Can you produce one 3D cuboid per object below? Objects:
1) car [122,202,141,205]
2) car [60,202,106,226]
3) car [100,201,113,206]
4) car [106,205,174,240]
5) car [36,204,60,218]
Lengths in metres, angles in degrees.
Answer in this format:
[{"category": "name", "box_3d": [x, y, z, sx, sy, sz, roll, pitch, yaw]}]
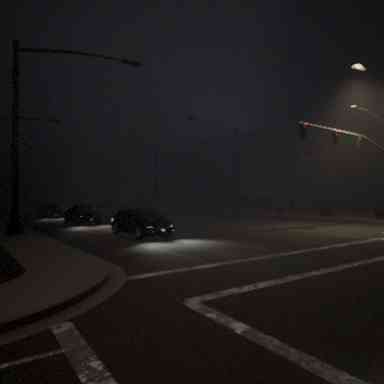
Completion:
[{"category": "car", "box_3d": [-9.608, 2.219, 51.760, 2.033, 1.411, 5.357, 0, -1, -36]}, {"category": "car", "box_3d": [-8.796, 1.808, 26.533, 1.812, 1.442, 4.674, 0, -1, -36]}, {"category": "car", "box_3d": [-15.814, 2.388, 60.273, 1.994, 1.385, 4.181, 0, -1, -36]}, {"category": "car", "box_3d": [-2.834, 1.664, 18.350, 1.837, 1.490, 4.892, 0, -1, -36]}, {"category": "car", "box_3d": [-15.069, 1.984, 35.154, 2.033, 1.411, 5.357, 0, -1, -36]}]
